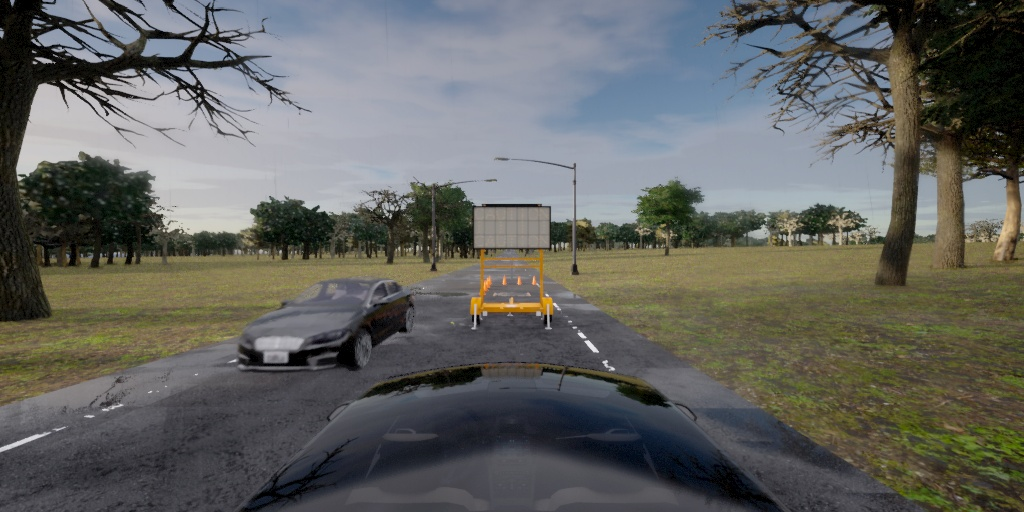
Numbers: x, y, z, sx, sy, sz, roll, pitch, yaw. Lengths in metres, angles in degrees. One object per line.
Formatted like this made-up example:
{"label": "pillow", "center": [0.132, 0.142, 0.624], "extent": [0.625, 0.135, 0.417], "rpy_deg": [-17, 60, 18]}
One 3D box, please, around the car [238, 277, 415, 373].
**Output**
{"label": "car", "center": [-3.504, 1.233, 7.771], "extent": [2.128, 1.511, 4.902], "rpy_deg": [0, 0, 0]}

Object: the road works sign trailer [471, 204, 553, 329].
{"label": "road works sign trailer", "center": [-0.005, 0.197, 11.128], "extent": [2.380, 3.560, 2.880], "rpy_deg": [0, 0, 0]}
